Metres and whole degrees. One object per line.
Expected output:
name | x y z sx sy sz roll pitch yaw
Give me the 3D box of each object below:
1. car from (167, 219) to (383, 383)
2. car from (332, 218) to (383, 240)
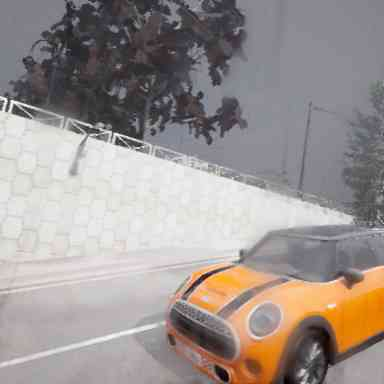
car | 1.847 1.376 5.292 4.553 1.767 2.097 0 0 -35
car | 14.732 3.166 28.322 1.895 1.301 4.718 14 -8 -36
